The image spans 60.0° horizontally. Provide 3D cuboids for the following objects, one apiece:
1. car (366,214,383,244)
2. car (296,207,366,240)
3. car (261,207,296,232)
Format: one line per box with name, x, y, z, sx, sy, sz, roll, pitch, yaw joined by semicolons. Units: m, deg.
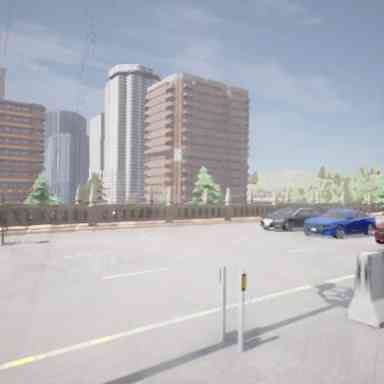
car;10.635;1.691;15.865;5.008;1.535;1.882;1;-1;-35
car;8.263;1.685;18.473;5.008;1.535;1.882;1;-1;-35
car;6.549;1.705;21.546;4.902;1.511;2.128;1;-1;-35
